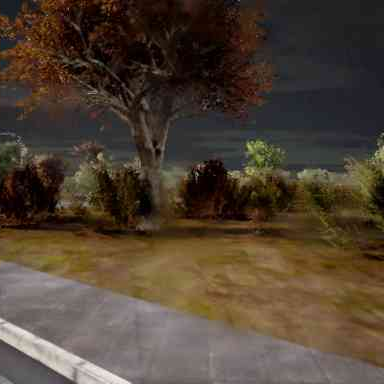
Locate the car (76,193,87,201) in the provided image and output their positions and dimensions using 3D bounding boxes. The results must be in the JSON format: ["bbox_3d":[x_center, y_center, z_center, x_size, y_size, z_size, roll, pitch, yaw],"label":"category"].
[{"bbox_3d":[-15.560,0.999,54.325,2.033,1.411,5.357,1,1,34],"label":"car"}]
